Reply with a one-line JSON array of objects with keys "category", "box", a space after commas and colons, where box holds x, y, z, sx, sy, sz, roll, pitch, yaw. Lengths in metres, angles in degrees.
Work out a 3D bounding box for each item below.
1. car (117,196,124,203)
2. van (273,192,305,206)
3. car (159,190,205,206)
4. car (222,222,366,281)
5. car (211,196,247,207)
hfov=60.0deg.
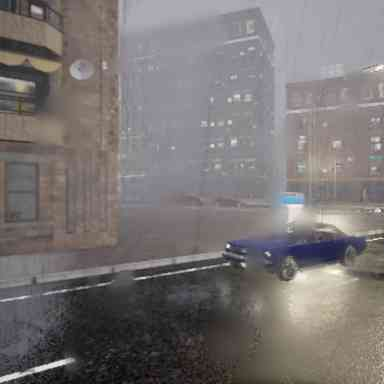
[{"category": "car", "box": [-11.271, 0.736, 44.923, 4.507, 1.381, 1.887, 1, 0, 23]}, {"category": "van", "box": [12.841, 0.930, 43.748, 3.998, 1.788, 1.690, 1, 0, 23]}, {"category": "car", "box": [-0.901, 0.733, 40.502, 5.009, 1.841, 2.192, 1, 0, 23]}, {"category": "car", "box": [3.173, 1.610, 9.987, 4.718, 1.301, 1.895, 0, 0, -36]}, {"category": "car", "box": [4.272, 1.111, 38.290, 4.206, 1.307, 1.802, 1, 0, 23]}]
